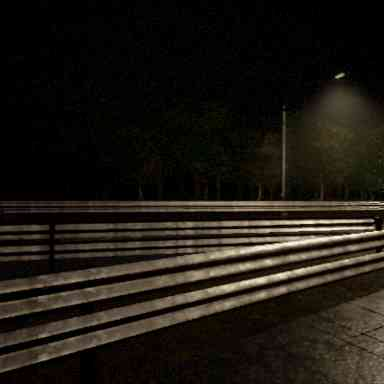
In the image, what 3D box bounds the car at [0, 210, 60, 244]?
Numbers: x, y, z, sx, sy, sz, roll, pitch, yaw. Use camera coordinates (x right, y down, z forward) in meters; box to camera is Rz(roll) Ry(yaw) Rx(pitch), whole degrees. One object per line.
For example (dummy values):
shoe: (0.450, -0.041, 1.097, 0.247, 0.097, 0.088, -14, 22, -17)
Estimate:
car: (-7.688, 1.362, 12.313, 5.357, 1.411, 2.033, 1, 0, -18)
